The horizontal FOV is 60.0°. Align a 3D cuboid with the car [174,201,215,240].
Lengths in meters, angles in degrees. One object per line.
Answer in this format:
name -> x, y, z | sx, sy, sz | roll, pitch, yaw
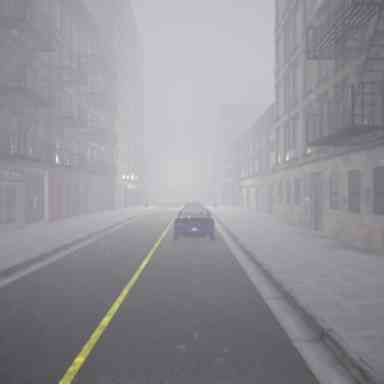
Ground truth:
car -> 0.107, 1.469, 16.934 | 1.882, 1.535, 5.008 | 0, 0, 0
